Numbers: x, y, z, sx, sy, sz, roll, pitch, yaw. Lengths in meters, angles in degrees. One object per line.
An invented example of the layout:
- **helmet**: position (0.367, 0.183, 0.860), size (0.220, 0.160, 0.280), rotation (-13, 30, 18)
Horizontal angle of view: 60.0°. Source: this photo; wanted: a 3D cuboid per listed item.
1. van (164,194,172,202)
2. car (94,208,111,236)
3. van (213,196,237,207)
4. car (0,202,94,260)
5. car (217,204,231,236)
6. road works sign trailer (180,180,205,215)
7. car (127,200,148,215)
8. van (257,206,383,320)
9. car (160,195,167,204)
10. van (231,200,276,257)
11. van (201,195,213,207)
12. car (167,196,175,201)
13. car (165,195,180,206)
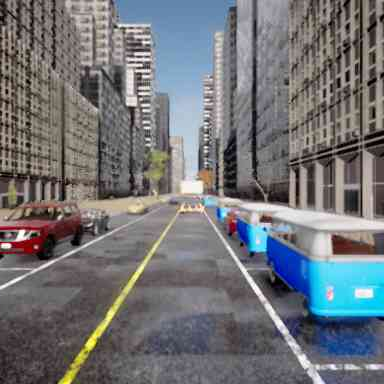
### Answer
- **van**: position (-5.741, 1.498, 80.728), size (1.690, 1.788, 3.998), rotation (0, 0, 0)
- **car**: position (-5.703, 1.584, 18.381), size (2.008, 1.369, 4.403), rotation (0, 0, 0)
- **van**: position (2.674, 1.384, 24.052), size (1.690, 1.788, 3.998), rotation (0, 0, 0)
- **car**: position (-5.700, 1.338, 12.713), size (2.192, 1.841, 5.009), rotation (0, 0, 0)
- **car**: position (2.678, 1.578, 18.384), size (1.887, 1.381, 4.507), rotation (0, 0, 0)
- **road works sign trailer**: position (-0.022, 0.528, 35.126), size (2.380, 3.560, 2.880), rotation (0, 0, 0)
- **car**: position (-5.713, 1.589, 35.214), size (1.752, 1.417, 4.829), rotation (0, 0, 0)
- **van**: position (2.689, 1.354, 7.050), size (1.690, 1.788, 3.998), rotation (0, 0, 0)
- **car**: position (-5.734, 1.658, 69.221), size (1.752, 1.417, 4.829), rotation (0, 0, 0)
- **van**: position (2.681, 1.364, 12.717), size (1.690, 1.788, 3.998), rotation (0, 0, 0)
- **van**: position (2.656, 1.440, 52.392), size (1.690, 1.788, 3.998), rotation (0, 0, 0)
- **car**: position (-5.748, 1.732, 92.063), size (2.008, 1.369, 4.403), rotation (0, 0, 0)
- **car**: position (-3.093, 1.709, 57.055), size (1.895, 1.301, 4.718), rotation (0, 0, 1)
